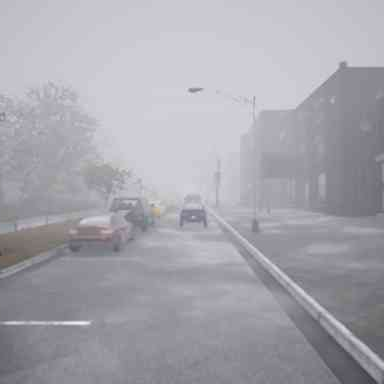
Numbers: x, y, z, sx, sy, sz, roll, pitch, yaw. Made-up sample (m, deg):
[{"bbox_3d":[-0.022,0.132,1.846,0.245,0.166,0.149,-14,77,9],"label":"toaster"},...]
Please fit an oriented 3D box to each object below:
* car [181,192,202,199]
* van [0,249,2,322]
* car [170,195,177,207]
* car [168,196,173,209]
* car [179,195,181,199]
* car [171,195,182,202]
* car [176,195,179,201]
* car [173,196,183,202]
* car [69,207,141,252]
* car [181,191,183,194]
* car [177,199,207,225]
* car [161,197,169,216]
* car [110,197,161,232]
[{"bbox_3d":[0.095,1.316,43.013,2.150,2.045,5.566,0,0,0],"label":"car"},{"bbox_3d":[-3.648,1.284,3.045,1.878,1.987,4.442,0,0,2],"label":"van"},{"bbox_3d":[-3.649,1.604,46.445,1.946,1.575,5.366,0,0,2],"label":"car"},{"bbox_3d":[-3.656,1.575,36.193,2.097,1.535,5.008,0,0,2],"label":"car"},{"bbox_3d":[-3.658,1.657,58.383,2.231,1.521,4.892,0,-1,2],"label":"car"},{"bbox_3d":[-3.662,1.545,80.531,2.185,1.767,4.553,0,0,2],"label":"car"},{"bbox_3d":[-3.657,1.639,52.827,2.097,1.535,5.008,0,0,2],"label":"car"},{"bbox_3d":[-3.672,1.732,86.135,2.163,1.488,4.792,-1,0,2],"label":"car"},{"bbox_3d":[-3.654,1.568,14.015,2.002,1.452,4.674,0,0,0],"label":"car"},{"bbox_3d":[-3.658,1.402,72.878,2.435,2.045,5.566,0,0,2],"label":"car"},{"bbox_3d":[0.098,1.522,24.766,1.882,1.535,5.008,0,0,0],"label":"car"},{"bbox_3d":[-3.655,1.548,30.645,2.097,1.535,5.008,0,0,2],"label":"car"},{"bbox_3d":[-3.655,1.304,20.761,2.435,2.045,5.566,0,0,1],"label":"car"}]
